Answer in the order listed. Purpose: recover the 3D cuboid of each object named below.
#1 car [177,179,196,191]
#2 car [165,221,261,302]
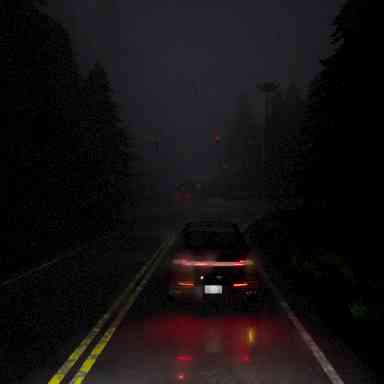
[{"bbox_3d":[-0.696,-1.068,45.246,1.812,1.442,4.674,1,9,14],"label":"car"},{"bbox_3d":[0.449,1.466,8.191,2.128,1.511,4.902,0,0,2],"label":"car"}]
